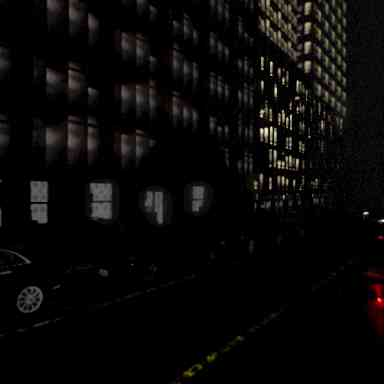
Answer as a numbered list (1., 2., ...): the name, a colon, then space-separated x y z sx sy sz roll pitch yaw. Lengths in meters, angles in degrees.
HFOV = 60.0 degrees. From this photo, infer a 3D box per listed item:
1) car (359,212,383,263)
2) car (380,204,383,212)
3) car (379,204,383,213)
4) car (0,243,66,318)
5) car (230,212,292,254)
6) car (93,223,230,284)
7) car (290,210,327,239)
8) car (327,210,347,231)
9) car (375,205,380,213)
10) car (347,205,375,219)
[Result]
1. car: 7.852 1.720 12.147 2.128 1.511 4.902 0 -1 38
2. car: 22.453 2.143 36.570 1.882 1.535 5.008 0 -1 37
3. car: 29.902 2.493 50.881 1.802 1.307 4.206 -1 -1 37
4. car: -4.319 1.572 5.511 2.008 1.369 4.403 -1 -1 37
5. car: 2.526 1.744 14.585 1.887 1.381 4.507 -1 -1 37
6. car: -0.896 1.676 10.047 1.947 1.339 4.313 -1 -1 37
7. car: 5.947 1.839 19.122 2.008 1.369 4.403 -1 -1 37
8. car: 9.370 1.960 23.659 1.802 1.307 4.206 -1 -1 37
9. car: 23.058 2.284 41.807 2.008 1.369 4.403 -1 -1 37
10. car: 16.214 2.107 32.734 2.008 1.369 4.403 -1 -1 37
